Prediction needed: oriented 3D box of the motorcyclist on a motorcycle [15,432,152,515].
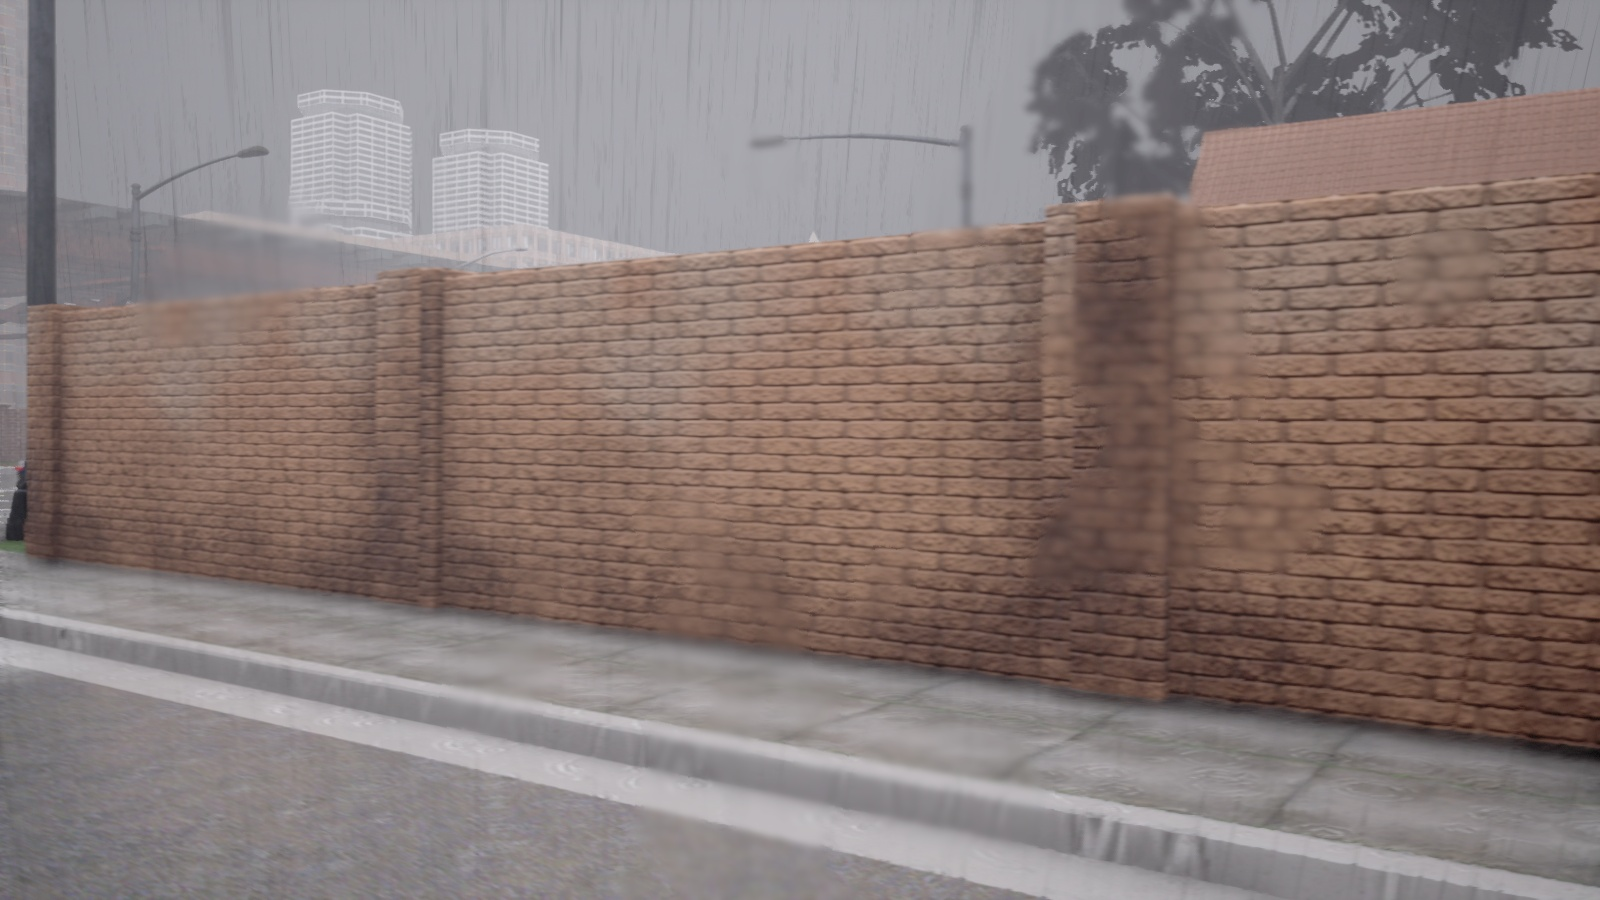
[{"bbox_3d":[-14.771,0.459,25.961,0.766,1.649,2.350,-1,0,34],"label":"motorcyclist on a motorcycle"}]
